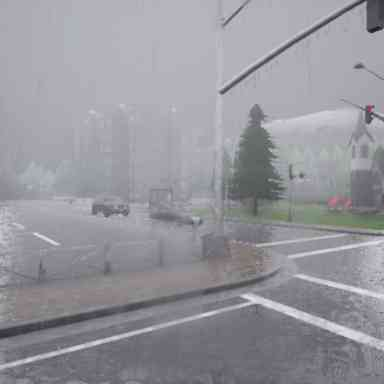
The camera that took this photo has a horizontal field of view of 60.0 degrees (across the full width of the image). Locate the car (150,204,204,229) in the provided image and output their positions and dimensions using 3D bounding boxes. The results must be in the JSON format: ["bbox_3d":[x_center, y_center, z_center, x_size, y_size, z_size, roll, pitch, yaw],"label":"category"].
[{"bbox_3d":[-1.146,1.642,23.377,2.128,1.511,4.902,1,0,-36],"label":"car"}]

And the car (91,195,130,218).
[{"bbox_3d":[-8.127,1.371,32.861,2.150,2.045,5.566,1,-1,-36],"label":"car"}]
